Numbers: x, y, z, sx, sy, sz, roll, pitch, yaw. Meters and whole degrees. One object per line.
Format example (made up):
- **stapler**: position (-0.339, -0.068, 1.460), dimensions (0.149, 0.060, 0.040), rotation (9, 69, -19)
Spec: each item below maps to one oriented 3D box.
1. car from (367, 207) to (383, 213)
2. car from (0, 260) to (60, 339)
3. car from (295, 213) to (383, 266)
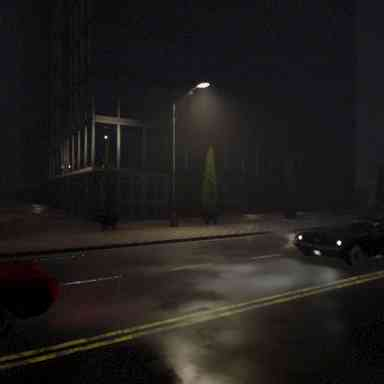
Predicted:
- **car**: position (11.286, 1.547, 19.106), dimensions (5.357, 1.411, 2.033), rotation (0, 0, -31)
- **car**: position (-4.587, 1.601, 4.777), dimensions (4.718, 1.301, 1.895), rotation (0, 0, -37)
- **car**: position (5.834, 1.601, 11.668), dimensions (4.718, 1.301, 1.895), rotation (0, 0, -32)
